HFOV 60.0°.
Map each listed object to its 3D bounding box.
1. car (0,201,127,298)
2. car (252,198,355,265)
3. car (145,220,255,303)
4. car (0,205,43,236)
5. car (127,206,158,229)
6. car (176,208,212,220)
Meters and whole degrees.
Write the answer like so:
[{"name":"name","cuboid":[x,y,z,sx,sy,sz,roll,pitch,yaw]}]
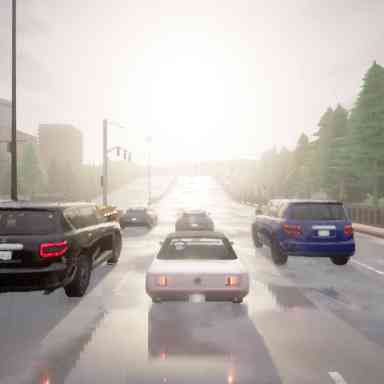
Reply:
[{"name":"car","cuboid":[-3.385,1.223,8.651,2.150,2.045,5.566,0,0,0]},{"name":"car","cuboid":[3.613,1.221,11.789,2.150,2.045,5.566,0,0,0]},{"name":"car","cuboid":[0.110,1.601,8.125,1.895,1.301,4.718,0,0,0]},{"name":"car","cuboid":[-10.540,1.525,19.164,1.812,1.442,4.674,0,0,1]},{"name":"car","cuboid":[-3.371,1.564,21.473,1.994,1.385,4.181,0,0,0]},{"name":"car","cuboid":[0.125,1.564,17.976,1.994,1.385,4.181,0,0,0]}]
